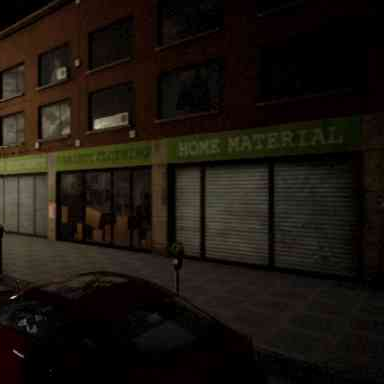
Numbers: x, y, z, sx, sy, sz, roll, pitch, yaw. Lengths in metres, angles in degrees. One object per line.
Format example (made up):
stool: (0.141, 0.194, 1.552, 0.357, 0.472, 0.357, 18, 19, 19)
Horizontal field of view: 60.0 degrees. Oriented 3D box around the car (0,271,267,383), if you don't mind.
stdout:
car: (-1.277, 1.582, 3.717, 4.206, 1.307, 1.802, 0, 0, 35)
